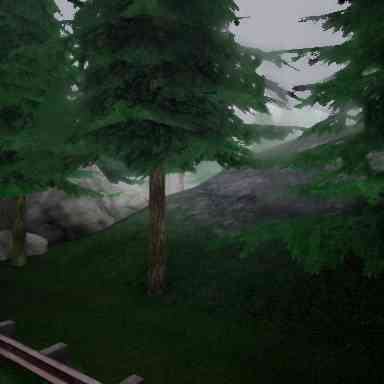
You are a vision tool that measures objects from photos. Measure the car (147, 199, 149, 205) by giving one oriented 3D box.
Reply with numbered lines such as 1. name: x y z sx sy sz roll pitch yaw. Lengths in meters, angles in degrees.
1. car: -6.135 1.510 38.549 1.812 1.442 4.674 0 0 37
